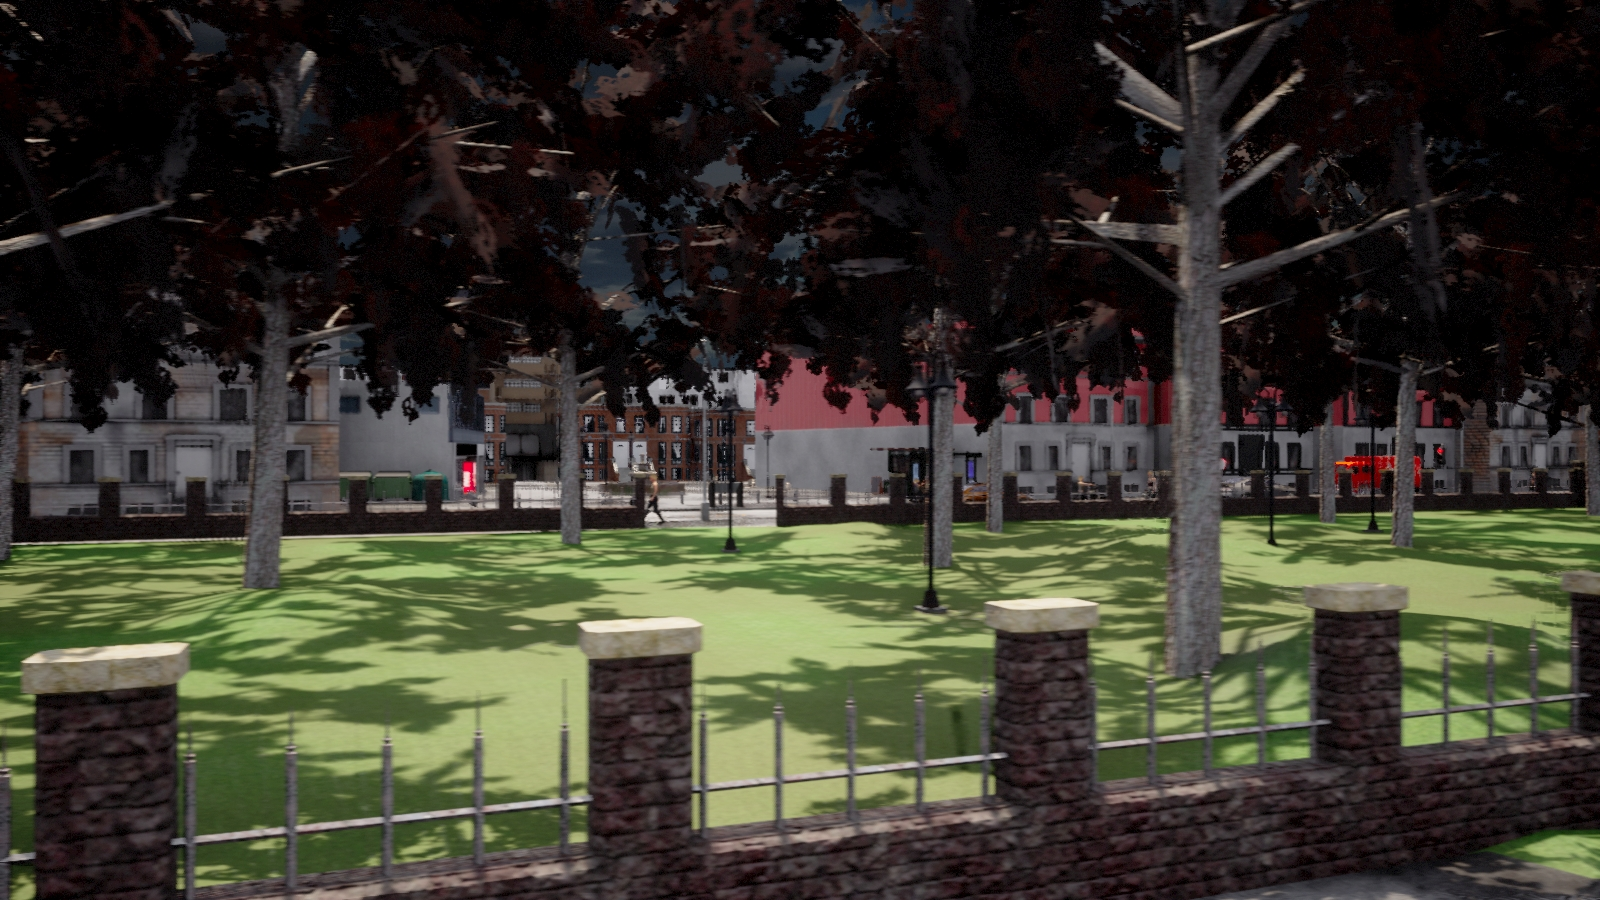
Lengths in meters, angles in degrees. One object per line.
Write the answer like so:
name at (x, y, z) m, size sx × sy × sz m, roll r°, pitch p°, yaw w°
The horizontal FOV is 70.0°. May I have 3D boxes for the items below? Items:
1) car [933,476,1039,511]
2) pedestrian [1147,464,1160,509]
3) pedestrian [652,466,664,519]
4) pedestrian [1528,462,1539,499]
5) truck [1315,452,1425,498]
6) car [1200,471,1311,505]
car at (8.264, 1.914, 50.791) m, size 4.181 × 1.385 × 1.994 m, roll -1°, pitch 0°, yaw -20°
pedestrian at (14.895, 1.529, 48.083) m, size 0.375 × 1.860 × 0.375 m, roll 0°, pitch 0°, yaw -19°
pedestrian at (-5.120, 1.524, 41.094) m, size 0.375 × 1.860 × 0.375 m, roll 0°, pitch 0°, yaw -17°
pedestrian at (37.198, 1.533, 57.949) m, size 0.375 × 1.860 × 0.375 m, roll 0°, pitch 0°, yaw 14°
truck at (31.688, 1.354, 63.563) m, size 5.204 × 2.467 × 2.627 m, roll 0°, pitch 0°, yaw -20°
car at (22.268, 1.832, 55.864) m, size 4.902 × 1.511 × 2.128 m, roll 0°, pitch 0°, yaw -20°
